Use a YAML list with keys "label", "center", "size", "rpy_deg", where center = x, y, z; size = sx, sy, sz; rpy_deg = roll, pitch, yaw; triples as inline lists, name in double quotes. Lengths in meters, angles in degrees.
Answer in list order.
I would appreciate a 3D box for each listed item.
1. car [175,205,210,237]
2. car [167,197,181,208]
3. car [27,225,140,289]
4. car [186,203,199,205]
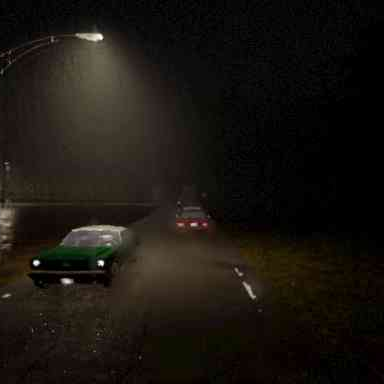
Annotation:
- label: "car"
  center: [0.066, 1.707, 19.309]
  size: [2.033, 1.411, 5.357]
  rpy_deg: [0, 0, 0]
- label: "car"
  center: [-2.825, 1.603, 52.763]
  size: [2.097, 1.767, 4.553]
  rpy_deg: [0, 0, 0]
- label: "car"
  center: [-2.762, 1.689, 9.571]
  size: [1.895, 1.301, 4.718]
  rpy_deg: [0, 0, 0]
- label: "car"
  center: [0.044, 1.838, 37.441]
  size: [1.895, 1.301, 4.718]
  rpy_deg: [0, 0, 0]
